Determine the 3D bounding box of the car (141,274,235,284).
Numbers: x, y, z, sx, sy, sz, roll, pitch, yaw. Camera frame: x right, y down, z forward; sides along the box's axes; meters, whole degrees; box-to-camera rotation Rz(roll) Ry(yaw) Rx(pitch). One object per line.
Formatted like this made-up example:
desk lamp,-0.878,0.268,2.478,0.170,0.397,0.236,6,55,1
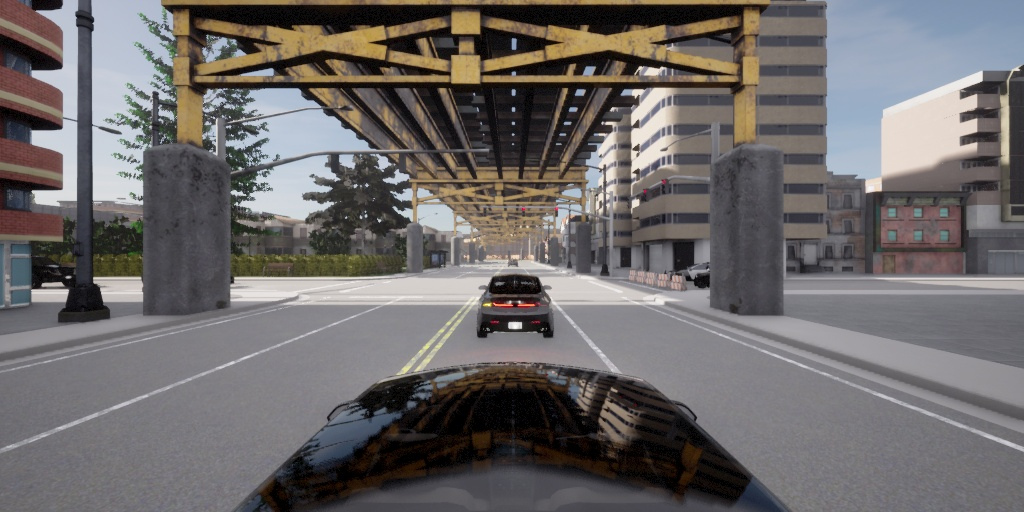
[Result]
car,-20.035,1.255,22.285,4.892,1.490,1.837,0,0,0

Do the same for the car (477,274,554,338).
car,0.087,1.255,10.172,1.837,1.490,4.892,0,0,0

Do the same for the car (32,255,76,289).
car,-30.393,0.971,22.347,5.566,2.045,2.150,0,0,0
